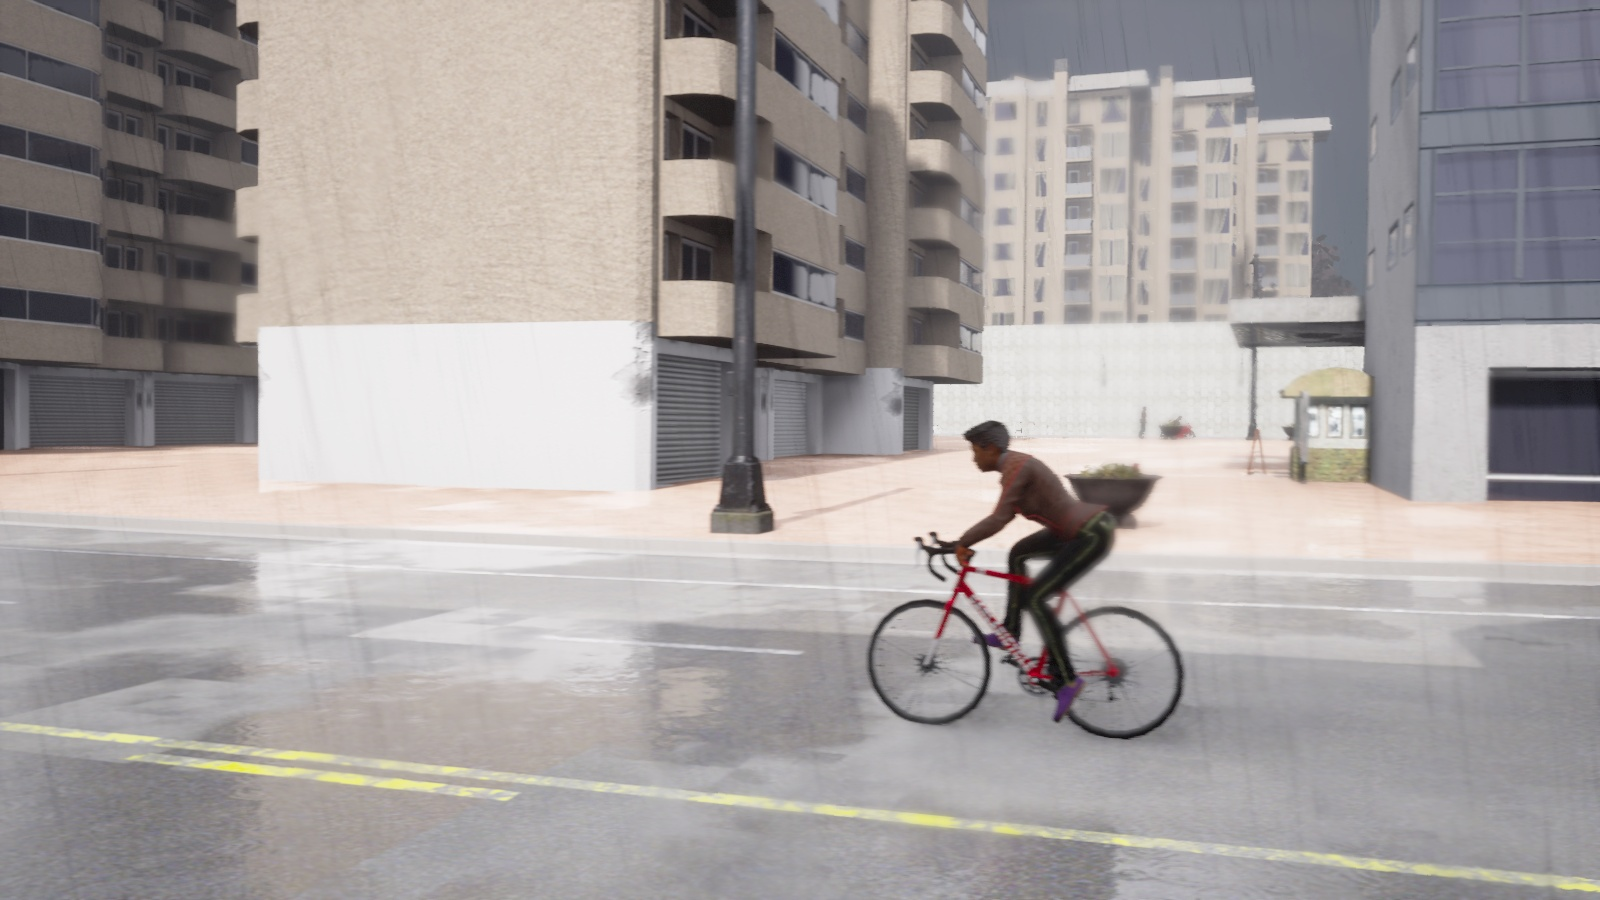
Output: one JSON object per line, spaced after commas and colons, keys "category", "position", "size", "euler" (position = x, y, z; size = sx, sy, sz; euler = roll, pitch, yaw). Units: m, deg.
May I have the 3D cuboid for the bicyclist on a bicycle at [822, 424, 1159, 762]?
{"category": "bicyclist on a bicycle", "position": [0.994, 0.678, 6.551], "size": [1.656, 1.620, 0.582], "euler": [0, 1, 19]}

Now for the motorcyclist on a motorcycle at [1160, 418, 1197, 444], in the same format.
{"category": "motorcyclist on a motorcycle", "position": [22.724, -1.124, 75.399], "size": [2.044, 1.523, 0.797], "euler": [1, 1, 20]}

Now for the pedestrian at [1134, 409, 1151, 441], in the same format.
{"category": "pedestrian", "position": [19.119, -1.405, 70.162], "size": [0.869, 1.805, 0.328], "euler": [1, 1, 9]}
